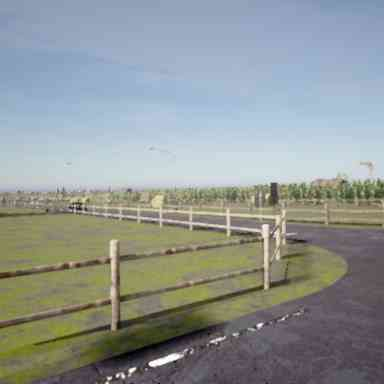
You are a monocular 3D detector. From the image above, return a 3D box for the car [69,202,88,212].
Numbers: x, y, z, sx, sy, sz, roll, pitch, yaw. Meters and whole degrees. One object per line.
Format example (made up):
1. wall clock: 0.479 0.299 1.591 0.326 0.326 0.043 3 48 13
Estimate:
1. car: -17.501 2.265 51.038 1.837 1.490 4.892 -1 -1 -34
